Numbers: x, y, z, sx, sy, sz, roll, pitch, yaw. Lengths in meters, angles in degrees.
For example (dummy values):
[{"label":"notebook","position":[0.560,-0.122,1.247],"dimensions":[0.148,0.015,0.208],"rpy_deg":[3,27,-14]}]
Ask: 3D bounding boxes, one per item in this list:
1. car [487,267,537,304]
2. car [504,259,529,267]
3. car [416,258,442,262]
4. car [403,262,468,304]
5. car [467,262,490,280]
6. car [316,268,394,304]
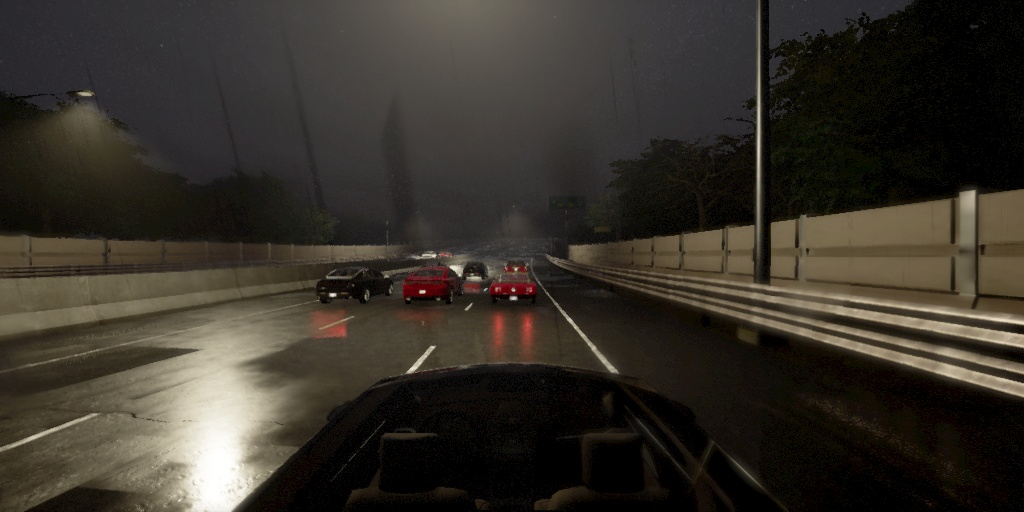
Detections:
[{"label":"car","position":[0.092,1.360,16.243],"dimensions":[1.895,1.301,4.718],"rpy_deg":[0,0,1]},{"label":"car","position":[0.372,1.074,31.022],"dimensions":[2.097,1.767,4.553],"rpy_deg":[0,0,1]},{"label":"car","position":[-6.625,1.200,31.229],"dimensions":[2.128,1.511,4.902],"rpy_deg":[0,0,1]},{"label":"car","position":[-3.408,1.228,16.257],"dimensions":[1.882,1.535,5.008],"rpy_deg":[0,0,1]},{"label":"car","position":[-3.126,1.222,31.141],"dimensions":[1.837,1.490,4.892],"rpy_deg":[0,0,1]},{"label":"car","position":[-6.908,1.258,16.300],"dimensions":[1.837,1.490,4.892],"rpy_deg":[0,0,1]}]
